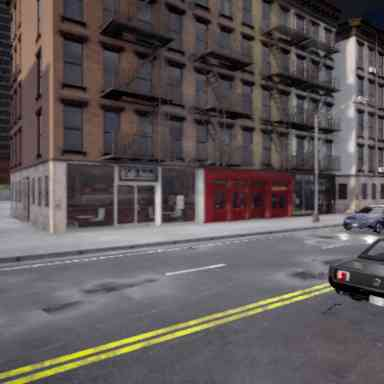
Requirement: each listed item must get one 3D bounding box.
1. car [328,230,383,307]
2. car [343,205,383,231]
[{"bbox_3d":[5.024,1.596,7.019,4.718,1.301,1.895,0,0,-35],"label":"car"},{"bbox_3d":[10.679,1.514,19.272,4.674,1.442,1.812,0,0,-35],"label":"car"}]
